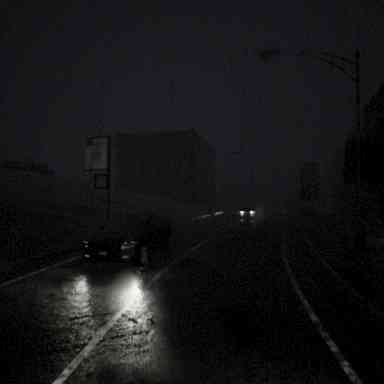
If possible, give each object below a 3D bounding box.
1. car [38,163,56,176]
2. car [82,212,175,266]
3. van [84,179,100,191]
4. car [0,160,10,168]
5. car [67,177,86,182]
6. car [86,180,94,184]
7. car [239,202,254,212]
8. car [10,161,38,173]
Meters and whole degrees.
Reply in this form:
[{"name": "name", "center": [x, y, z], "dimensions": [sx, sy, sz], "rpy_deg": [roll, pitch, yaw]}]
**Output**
[{"name": "car", "center": [-20.927, -2.711, 45.928], "dimensions": [2.435, 2.045, 5.566], "rpy_deg": [0, -3, 4]}, {"name": "car", "center": [-2.032, 1.510, 11.987], "dimensions": [1.882, 1.535, 5.008], "rpy_deg": [0, -1, 12]}, {"name": "van", "center": [-20.359, -1.428, 68.143], "dimensions": [1.878, 1.987, 4.442], "rpy_deg": [0, -4, 0]}, {"name": "car", "center": [-21.912, -2.959, 34.726], "dimensions": [2.231, 1.521, 4.892], "rpy_deg": [0, -2, 7]}, {"name": "car", "center": [-20.445, -1.840, 56.934], "dimensions": [2.002, 1.452, 4.674], "rpy_deg": [0, -3, 2]}, {"name": "car", "center": [-20.361, -1.517, 62.466], "dimensions": [2.002, 1.452, 4.674], "rpy_deg": [0, -3, 1]}, {"name": "car", "center": [8.601, 2.264, 51.421], "dimensions": [1.812, 1.442, 4.674], "rpy_deg": [0, -1, 16]}, {"name": "car", "center": [-21.367, -2.846, 40.336], "dimensions": [2.185, 1.767, 4.553], "rpy_deg": [0, -2, 5]}]
